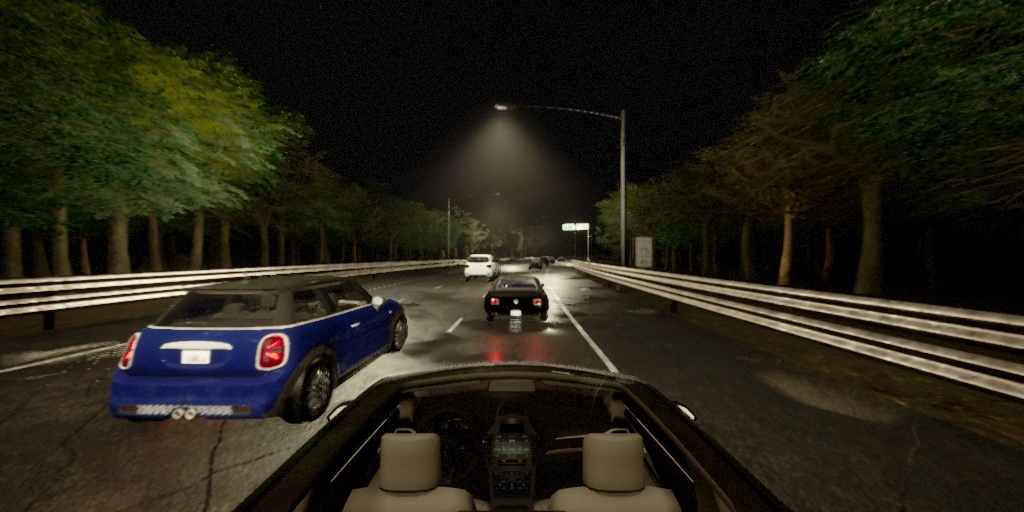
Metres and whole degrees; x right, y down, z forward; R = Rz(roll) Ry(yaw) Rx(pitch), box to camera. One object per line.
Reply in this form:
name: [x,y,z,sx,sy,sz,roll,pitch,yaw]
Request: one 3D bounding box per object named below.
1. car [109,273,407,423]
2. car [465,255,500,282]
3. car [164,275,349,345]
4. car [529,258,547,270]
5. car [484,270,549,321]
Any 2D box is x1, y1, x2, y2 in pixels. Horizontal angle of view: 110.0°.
car: [-3.332,1.091,5.936,2.097,1.767,4.553,0,0,1]
car: [-2.311,0.928,28.858,2.150,2.045,5.566,0,0,4]
car: [-6.750,1.328,10.336,1.895,1.301,4.718,0,0,1]
car: [3.546,1.228,52.537,2.033,1.411,5.357,0,0,8]
car: [0.196,1.337,12.440,1.895,1.301,4.718,0,0,2]
